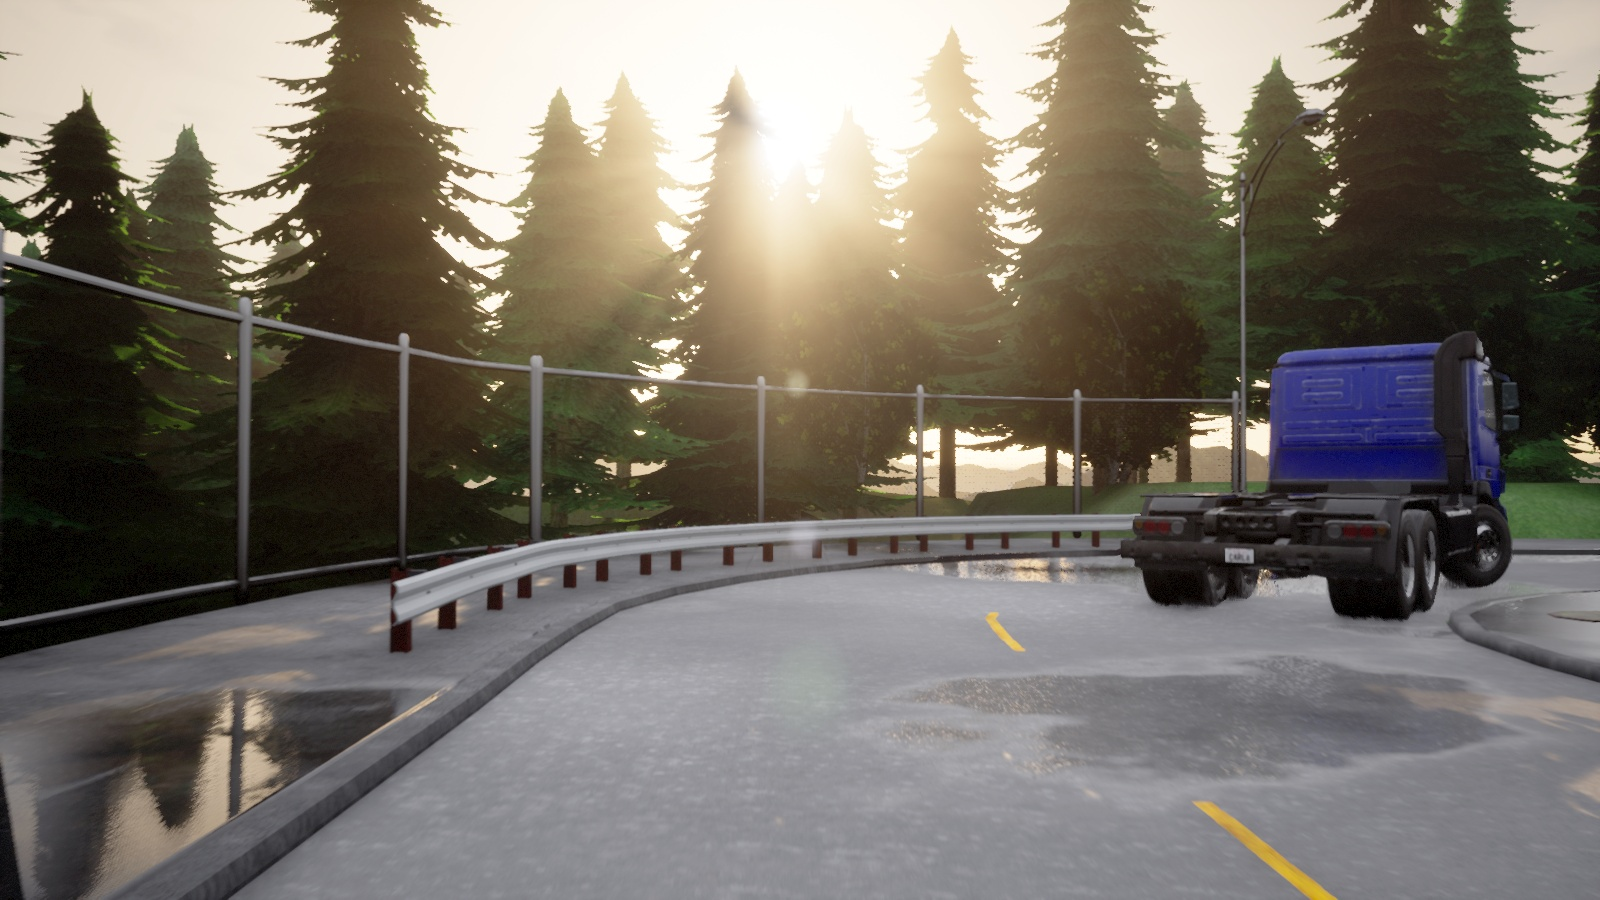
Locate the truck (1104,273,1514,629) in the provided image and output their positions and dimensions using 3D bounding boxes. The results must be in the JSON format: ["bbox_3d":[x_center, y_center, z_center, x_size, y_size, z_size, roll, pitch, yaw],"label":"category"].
[{"bbox_3d":[6.953,0.078,16.245,2.891,3.462,7.936,-1,-1,37],"label":"truck"}]
